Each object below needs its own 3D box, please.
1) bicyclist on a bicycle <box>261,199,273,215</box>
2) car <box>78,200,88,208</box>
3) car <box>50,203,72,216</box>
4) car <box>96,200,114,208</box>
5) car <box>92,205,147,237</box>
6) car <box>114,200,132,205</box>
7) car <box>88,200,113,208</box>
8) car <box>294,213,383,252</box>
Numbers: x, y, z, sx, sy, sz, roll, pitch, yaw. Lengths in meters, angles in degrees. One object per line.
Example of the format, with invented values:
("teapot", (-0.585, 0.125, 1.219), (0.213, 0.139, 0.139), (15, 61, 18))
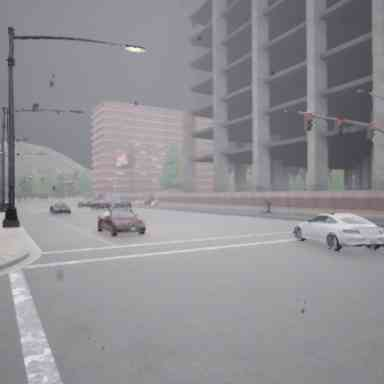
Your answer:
("bicyclist on a bicycle", (7.838, 1.535, 34.627), (1.656, 1.620, 0.582), (0, 0, -30))
("car", (-19.144, 2.141, 59.754), (1.812, 1.442, 4.674), (0, -1, -30))
("car", (-15.623, 1.974, 39.387), (2.033, 1.411, 5.357), (0, -1, -30))
("car", (-16.123, 2.210, 61.522), (1.895, 1.301, 4.718), (0, -1, -30))
("car", (-4.271, 1.718, 19.682), (1.812, 1.442, 4.674), (0, 0, -30))
("car", (-10.991, 2.009, 52.692), (1.837, 1.490, 4.892), (0, -1, -29))
("car", (-13.988, 1.987, 50.881), (1.882, 1.535, 5.008), (0, -1, -30))
("car", (6.135, 1.604, 14.284), (1.812, 1.442, 4.674), (0, -1, -9))
